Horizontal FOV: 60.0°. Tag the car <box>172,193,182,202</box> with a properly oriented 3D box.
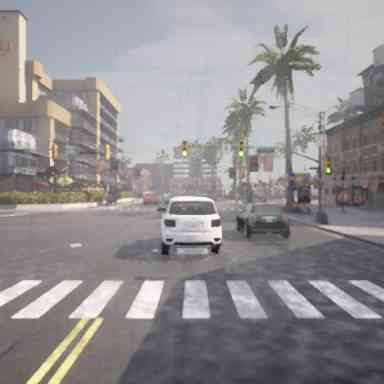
[{"bbox_3d":[-3.495,1.187,77.191,2.150,2.045,5.566,0,0,0],"label":"car"}]

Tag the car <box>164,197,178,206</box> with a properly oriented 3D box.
[{"bbox_3d":[-3.491,1.519,56.896,2.033,1.411,5.357,0,0,0],"label":"car"}]

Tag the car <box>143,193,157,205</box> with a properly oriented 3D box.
[{"bbox_3d":[-6.991,1.193,56.917,2.150,2.045,5.566,0,0,0],"label":"car"}]

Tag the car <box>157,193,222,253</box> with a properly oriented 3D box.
[{"bbox_3d":[-0.227,1.215,13.788,2.150,2.045,5.566,0,0,-6],"label":"car"}]

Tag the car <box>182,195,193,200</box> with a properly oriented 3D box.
[{"bbox_3d":[-1.383,1.494,93.599,2.033,1.411,5.357,0,0,-12],"label":"car"}]

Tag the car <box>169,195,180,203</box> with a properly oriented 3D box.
[{"bbox_3d":[-3.489,1.471,66.620,1.837,1.490,4.892,0,0,0],"label":"car"}]

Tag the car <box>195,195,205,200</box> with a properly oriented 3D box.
[{"bbox_3d":[2.233,1.478,93.228,1.812,1.442,4.674,0,0,-12],"label":"car"}]

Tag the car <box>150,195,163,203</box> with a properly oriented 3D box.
[{"bbox_3d":[-6.989,1.462,66.640,2.128,1.511,4.902,0,0,0],"label":"car"}]

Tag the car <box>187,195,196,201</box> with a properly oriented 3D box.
[{"bbox_3d":[-0.112,1.437,83.183,1.882,1.535,5.008,0,0,-4],"label":"car"}]

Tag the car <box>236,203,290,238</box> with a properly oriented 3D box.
[{"bbox_3d":[3.603,1.343,17.631,2.097,1.767,4.553,0,0,0],"label":"car"}]

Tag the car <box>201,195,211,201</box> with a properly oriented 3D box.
[{"bbox_3d":[3.470,1.438,80.803,1.882,1.535,5.008,0,0,-4],"label":"car"}]

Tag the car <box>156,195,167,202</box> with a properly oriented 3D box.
[{"bbox_3d":[-6.990,1.502,76.980,2.033,1.411,5.357,0,0,0],"label":"car"}]
